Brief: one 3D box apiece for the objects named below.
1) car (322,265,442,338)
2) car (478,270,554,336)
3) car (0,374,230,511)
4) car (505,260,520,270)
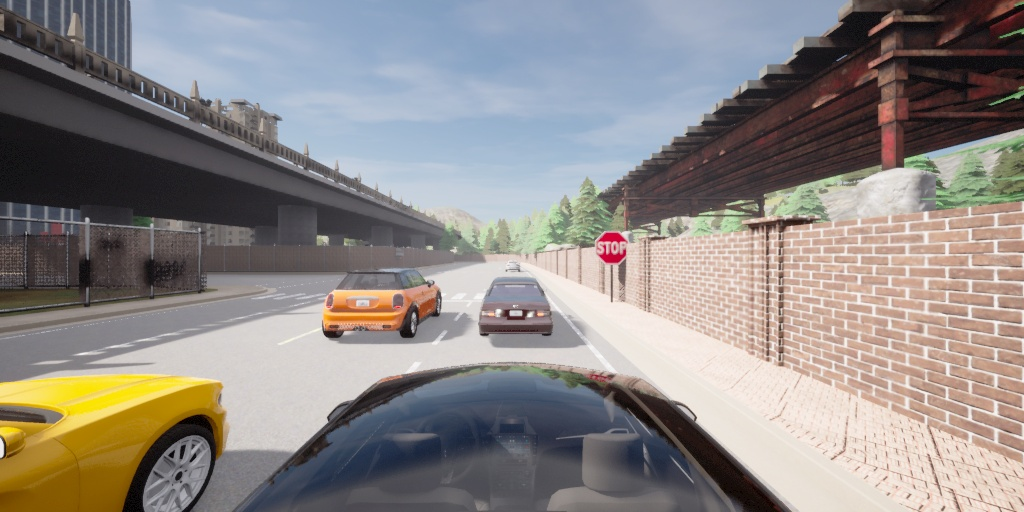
[{"bbox_3d":[-3.414,1.102,10.326,2.097,1.767,4.553,0,0,0],"label":"car"},{"bbox_3d":[0.088,1.297,10.345,2.033,1.411,5.357,0,0,0],"label":"car"},{"bbox_3d":[-3.397,1.228,1.069,1.882,1.535,5.008,0,0,0],"label":"car"},{"bbox_3d":[0.111,1.276,46.226,1.812,1.442,4.674,0,0,-1],"label":"car"}]
